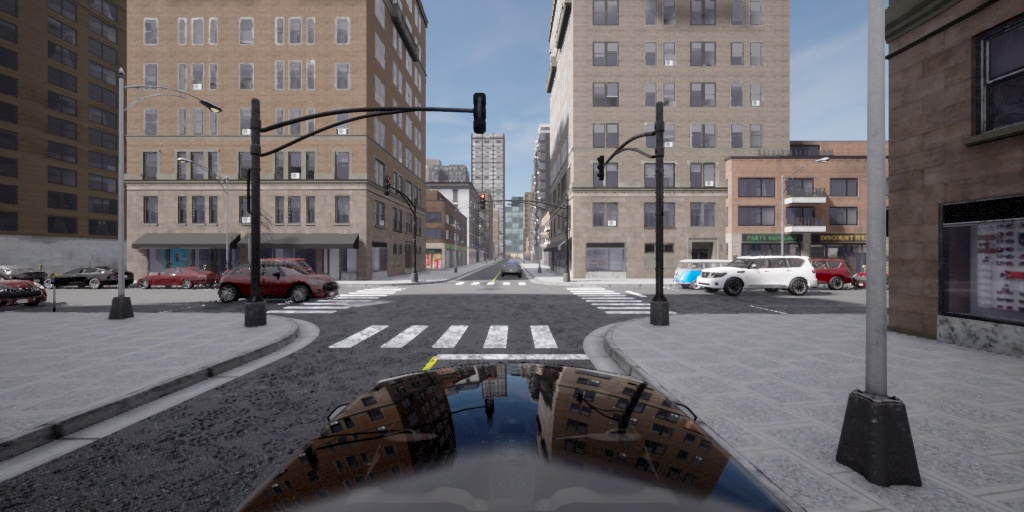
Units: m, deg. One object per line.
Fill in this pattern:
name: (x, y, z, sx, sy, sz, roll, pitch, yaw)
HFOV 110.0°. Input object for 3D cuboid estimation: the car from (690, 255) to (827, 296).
car: (12.956, 0.989, 19.119, 5.566, 2.045, 2.150, 0, 0, 0)

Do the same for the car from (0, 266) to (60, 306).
car: (-20.459, 1.179, 13.540, 4.097, 1.591, 1.967, 0, 0, 0)

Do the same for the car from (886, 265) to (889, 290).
car: (22.921, 1.281, 19.065, 4.892, 1.490, 1.837, 0, 0, 0)

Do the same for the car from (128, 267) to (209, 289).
car: (-20.437, 1.321, 22.066, 4.207, 1.307, 1.802, 0, 0, 0)

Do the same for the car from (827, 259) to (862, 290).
car: (17.630, 1.086, 21.853, 5.009, 1.841, 2.192, 0, 0, 0)

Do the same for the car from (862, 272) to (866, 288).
car: (23.226, 1.216, 21.821, 4.097, 1.591, 1.967, 0, 0, 0)

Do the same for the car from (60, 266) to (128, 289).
car: (-25.960, 1.299, 22.097, 4.313, 1.339, 1.948, 0, 0, 0)

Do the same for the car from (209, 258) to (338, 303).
car: (-10.301, 1.101, 16.050, 4.553, 1.767, 2.097, 0, 0, 0)

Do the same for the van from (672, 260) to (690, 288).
van: (12.034, 1.108, 21.884, 3.998, 1.789, 1.690, 0, 0, 0)

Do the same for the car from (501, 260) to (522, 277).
car: (-0.034, 1.329, 35.970, 1.994, 1.385, 4.181, 0, 0, 1)
